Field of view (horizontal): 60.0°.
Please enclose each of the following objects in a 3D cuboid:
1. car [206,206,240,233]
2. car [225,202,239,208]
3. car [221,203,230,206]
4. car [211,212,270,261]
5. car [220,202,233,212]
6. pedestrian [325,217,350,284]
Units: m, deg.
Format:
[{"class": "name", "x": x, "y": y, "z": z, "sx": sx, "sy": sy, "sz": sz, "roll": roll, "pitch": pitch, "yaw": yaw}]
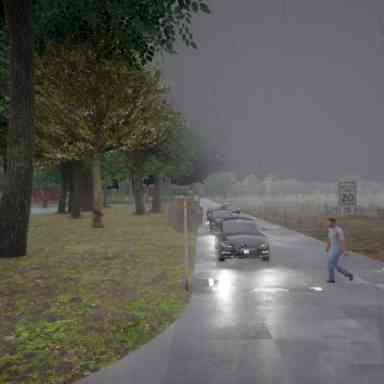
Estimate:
[{"class": "car", "x": 2.158, "y": 2.012, "z": 23.628, "sx": 1.837, "sy": 1.490, "sz": 4.892, "roll": -1, "pitch": -1, "yaw": 2}, {"class": "car", "x": 5.693, "y": 2.437, "z": 47.230, "sx": 1.994, "sy": 1.385, "sz": 4.181, "roll": -1, "pitch": -1, "yaw": 1}, {"class": "car", "x": 2.450, "y": 2.262, "z": 35.011, "sx": 2.033, "sy": 1.411, "sz": 5.357, "roll": -1, "pitch": -1, "yaw": 2}, {"class": "car", "x": 1.912, "y": 1.827, "z": 13.736, "sx": 1.837, "sy": 1.490, "sz": 4.892, "roll": -1, "pitch": -1, "yaw": 2}, {"class": "car", "x": 5.932, "y": 2.549, "z": 57.076, "sx": 1.837, "sy": 1.490, "sz": 4.892, "roll": -1, "pitch": -1, "yaw": 1}, {"class": "pedestrian", "x": 3.827, "y": 1.481, "z": 8.844, "sx": 0.375, "sy": 1.860, "sz": 0.375, "roll": -2, "pitch": 0, "yaw": 1}]
